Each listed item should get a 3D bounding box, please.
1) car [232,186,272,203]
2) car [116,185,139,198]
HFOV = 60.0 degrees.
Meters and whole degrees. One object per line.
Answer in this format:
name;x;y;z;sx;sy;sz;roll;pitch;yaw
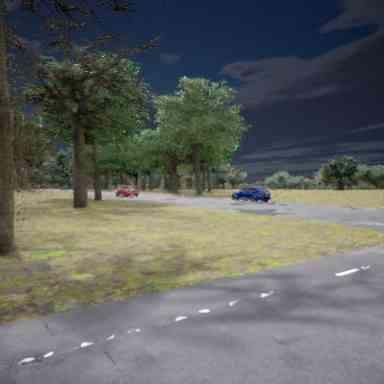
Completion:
car;7.488;0.296;42.148;2.150;2.045;5.566;-2;2;-35
car;-11.010;-0.118;56.088;2.150;2.045;5.566;-2;3;-35
